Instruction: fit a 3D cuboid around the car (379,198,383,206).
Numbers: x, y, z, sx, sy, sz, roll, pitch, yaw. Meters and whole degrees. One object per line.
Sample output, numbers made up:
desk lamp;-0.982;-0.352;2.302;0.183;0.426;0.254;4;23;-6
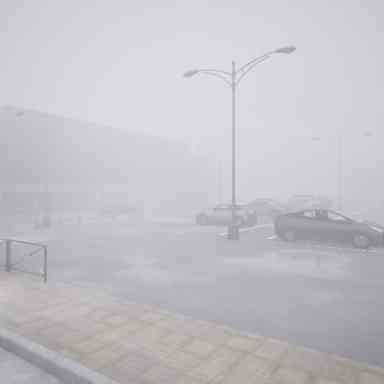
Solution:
car;29.371;1.576;48.369;3.806;1.475;1.970;0;0;35

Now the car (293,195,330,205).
car;12.912;1.268;37.289;3.866;1.878;1.905;0;0;35

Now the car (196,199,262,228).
car;2.173;1.424;21.356;3.806;1.475;1.970;0;0;35

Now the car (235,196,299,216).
car;5.584;1.345;26.801;5.027;1.636;2.152;0;0;35

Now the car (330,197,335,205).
car;14.239;1.289;39.907;4.605;1.855;1.932;0;0;35

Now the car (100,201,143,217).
car;-6.962;1.668;33.403;2.128;1.511;4.902;0;0;35

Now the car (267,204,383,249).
car;5.854;1.490;14.316;4.514;1.523;2.007;0;0;35

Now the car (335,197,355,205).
car;24.995;1.565;55.062;3.633;1.501;1.845;0;0;35

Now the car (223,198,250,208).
car;7.306;1.724;53.811;2.033;1.411;5.357;0;0;35
